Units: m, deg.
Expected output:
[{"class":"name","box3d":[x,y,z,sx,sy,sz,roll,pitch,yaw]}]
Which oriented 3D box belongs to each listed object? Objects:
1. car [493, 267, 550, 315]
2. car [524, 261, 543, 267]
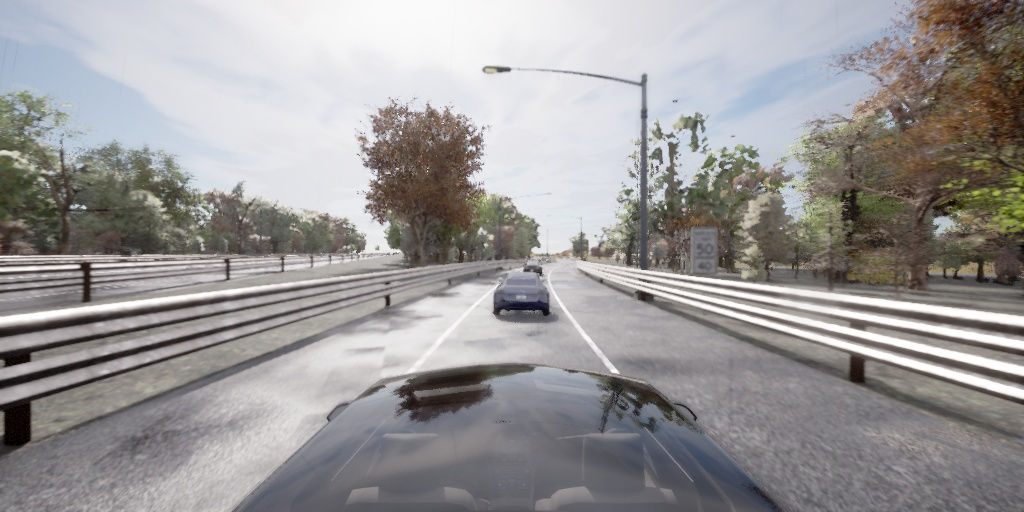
[{"class":"car","box3d":[0.381,1.303,13.674,1.994,1.385,4.181,0,0,2]},{"class":"car","box3d":[2.220,1.234,37.485,1.812,1.442,4.674,0,0,6]}]
